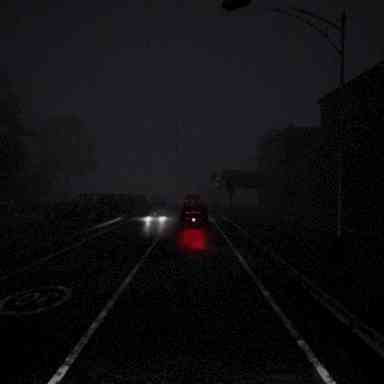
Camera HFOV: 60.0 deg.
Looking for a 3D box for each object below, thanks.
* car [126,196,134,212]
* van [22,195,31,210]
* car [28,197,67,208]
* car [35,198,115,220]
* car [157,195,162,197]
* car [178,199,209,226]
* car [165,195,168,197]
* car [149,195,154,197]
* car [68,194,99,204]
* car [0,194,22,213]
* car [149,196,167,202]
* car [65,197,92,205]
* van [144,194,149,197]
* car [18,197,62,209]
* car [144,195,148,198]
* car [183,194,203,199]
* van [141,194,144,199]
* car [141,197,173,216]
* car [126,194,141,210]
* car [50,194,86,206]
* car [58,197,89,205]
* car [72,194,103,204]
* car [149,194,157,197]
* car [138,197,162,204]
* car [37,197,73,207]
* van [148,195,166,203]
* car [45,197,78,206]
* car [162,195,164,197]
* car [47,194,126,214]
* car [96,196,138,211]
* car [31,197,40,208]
[{"bbox_3d":[-8.847,1.448,33.882,4.892,1.521,2.231,0,0,0],"label":"car"},{"bbox_3d":[-22.037,1.258,39.428,4.442,1.987,1.878,0,0,0],"label":"van"},{"bbox_3d":[-21.925,1.569,50.570,5.008,1.535,2.097,0,0,0],"label":"car"},{"bbox_3d":[-8.839,1.420,25.477,4.892,1.521,2.231,0,0,0],"label":"car"},{"bbox_3d":[-8.863,1.686,64.718,5.008,1.535,2.097,0,-1,0],"label":"car"},{"bbox_3d":[0.102,1.451,22.930,1.837,1.490,4.892,0,0,0],"label":"car"},{"bbox_3d":[-8.857,1.866,78.730,4.792,1.488,2.163,0,-1,0],"label":"car"},{"bbox_3d":[-8.845,1.568,50.702,5.008,1.535,2.097,0,0,0],"label":"car"},{"bbox_3d":[-21.922,1.463,67.280,5.566,2.045,2.435,0,-1,0],"label":"car"},{"bbox_3d":[-21.889,1.340,36.647,4.553,1.767,2.185,0,0,0],"label":"car"},{"bbox_3d":[-8.928,1.802,87.141,4.553,1.767,2.185,0,-1,0],"label":"car"},{"bbox_3d":[-21.945,1.725,64.369,4.674,1.452,2.002,0,-1,0],"label":"car"},{"bbox_3d":[-8.964,1.321,47.900,4.442,1.987,1.878,0,0,0],"label":"van"},{"bbox_3d":[-21.742,1.544,47.784,5.366,1.575,1.946,0,0,0],"label":"car"},{"bbox_3d":[-8.839,1.527,45.096,4.892,1.521,2.231,0,0,0],"label":"car"},{"bbox_3d":[0.103,1.247,40.263,2.150,2.045,5.566,0,0,0],"label":"car"},{"bbox_3d":[-8.727,1.278,42.293,4.442,1.987,1.878,0,0,0],"label":"van"},{"bbox_3d":[-3.247,1.510,31.636,2.033,1.411,5.357,0,0,0],"label":"car"},{"bbox_3d":[-8.869,1.214,36.689,5.566,2.045,2.435,0,0,0],"label":"car"},{"bbox_3d":[-21.913,1.383,58.925,5.566,2.045,2.435,0,0,0],"label":"car"},{"bbox_3d":[-21.939,1.660,61.709,5.008,1.535,2.097,0,-1,0],"label":"car"},{"bbox_3d":[-21.926,1.492,69.941,5.566,2.045,2.435,0,-1,0],"label":"car"},{"bbox_3d":[-8.883,1.338,53.507,5.566,2.045,2.435,0,0,0],"label":"car"},{"bbox_3d":[-8.905,1.775,70.320,4.792,1.488,2.163,0,-1,0],"label":"car"},{"bbox_3d":[-21.904,1.619,53.354,4.792,1.488,2.163,0,0,0],"label":"car"},{"bbox_3d":[-8.777,1.672,84.339,4.442,1.987,1.878,0,-1,0],"label":"van"},{"bbox_3d":[-21.966,1.641,56.139,4.792,1.488,2.163,0,0,0],"label":"car"},{"bbox_3d":[-9.058,1.712,67.517,5.366,1.575,1.946,0,-1,0],"label":"car"},{"bbox_3d":[-8.872,1.174,28.278,5.566,2.045,2.435,0,0,0],"label":"car"},{"bbox_3d":[-8.810,1.357,39.489,4.553,1.767,2.185,0,0,0],"label":"car"},{"bbox_3d":[-21.922,1.566,44.998,4.674,1.452,2.002,0,0,0],"label":"car"}]
